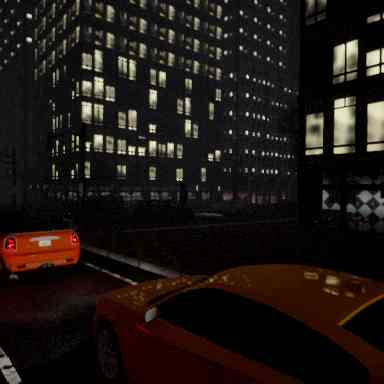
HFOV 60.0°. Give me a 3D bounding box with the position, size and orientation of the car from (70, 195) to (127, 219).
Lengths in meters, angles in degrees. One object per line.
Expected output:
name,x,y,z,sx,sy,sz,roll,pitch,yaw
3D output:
car,-8.452,1.317,29.036,5.566,2.045,2.150,1,1,-39

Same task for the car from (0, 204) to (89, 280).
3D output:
car,-5.194,1.350,10.285,2.097,1.767,4.553,0,0,-40

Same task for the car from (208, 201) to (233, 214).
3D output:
car,4.034,1.760,39.221,4.674,1.442,1.812,1,0,-39

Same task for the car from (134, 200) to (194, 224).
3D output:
car,-2.211,1.530,26.669,5.009,1.841,2.192,1,0,-39

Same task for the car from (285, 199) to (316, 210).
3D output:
car,16.022,1.873,48.949,4.892,1.490,1.837,1,0,-39

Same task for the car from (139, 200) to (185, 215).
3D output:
car,-3.273,1.657,36.619,4.829,1.417,1.752,1,0,-39

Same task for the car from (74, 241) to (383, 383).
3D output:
car,0.749,1.477,3.246,1.882,1.535,5.008,0,0,-40

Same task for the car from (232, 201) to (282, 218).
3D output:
car,6.660,1.839,33.906,4.829,1.417,1.752,1,0,-39

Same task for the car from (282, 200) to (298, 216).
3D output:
car,10.899,1.943,37.364,4.206,1.307,1.802,1,0,-39

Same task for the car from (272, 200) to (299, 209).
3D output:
car,14.336,1.890,50.980,4.313,1.339,1.947,1,0,-39
